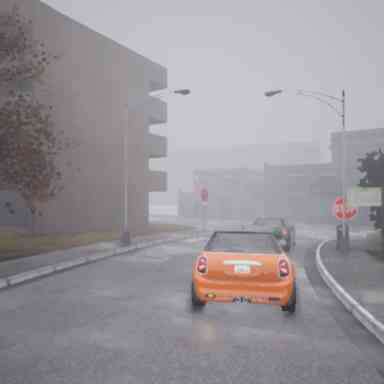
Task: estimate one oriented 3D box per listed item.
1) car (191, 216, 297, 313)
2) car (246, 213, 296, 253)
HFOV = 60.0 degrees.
[{"bbox_3d":[1.349,1.619,8.515,2.097,1.767,4.553,0,-3,10],"label":"car"},{"bbox_3d":[4.462,2.108,18.224,2.097,1.767,4.553,0,-3,21],"label":"car"}]
